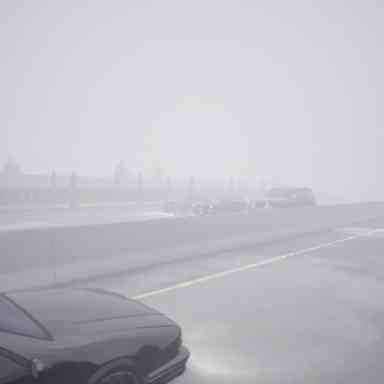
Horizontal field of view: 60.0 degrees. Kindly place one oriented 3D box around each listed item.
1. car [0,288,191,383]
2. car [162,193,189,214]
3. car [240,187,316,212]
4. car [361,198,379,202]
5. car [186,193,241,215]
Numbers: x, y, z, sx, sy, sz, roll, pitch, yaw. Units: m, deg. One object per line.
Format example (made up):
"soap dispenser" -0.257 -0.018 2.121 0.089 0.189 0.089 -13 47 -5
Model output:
"car" -2.454 1.405 2.253 2.033 1.411 5.357 3 2 45
"car" -0.195 0.784 24.624 1.994 1.385 4.181 3 2 45
"car" 5.719 0.705 20.632 2.150 2.045 5.566 3 2 45
"car" 29.154 1.672 54.027 5.008 1.535 1.882 8 -3 -45
"car" 2.152 0.957 22.029 1.895 1.301 4.718 3 2 45
